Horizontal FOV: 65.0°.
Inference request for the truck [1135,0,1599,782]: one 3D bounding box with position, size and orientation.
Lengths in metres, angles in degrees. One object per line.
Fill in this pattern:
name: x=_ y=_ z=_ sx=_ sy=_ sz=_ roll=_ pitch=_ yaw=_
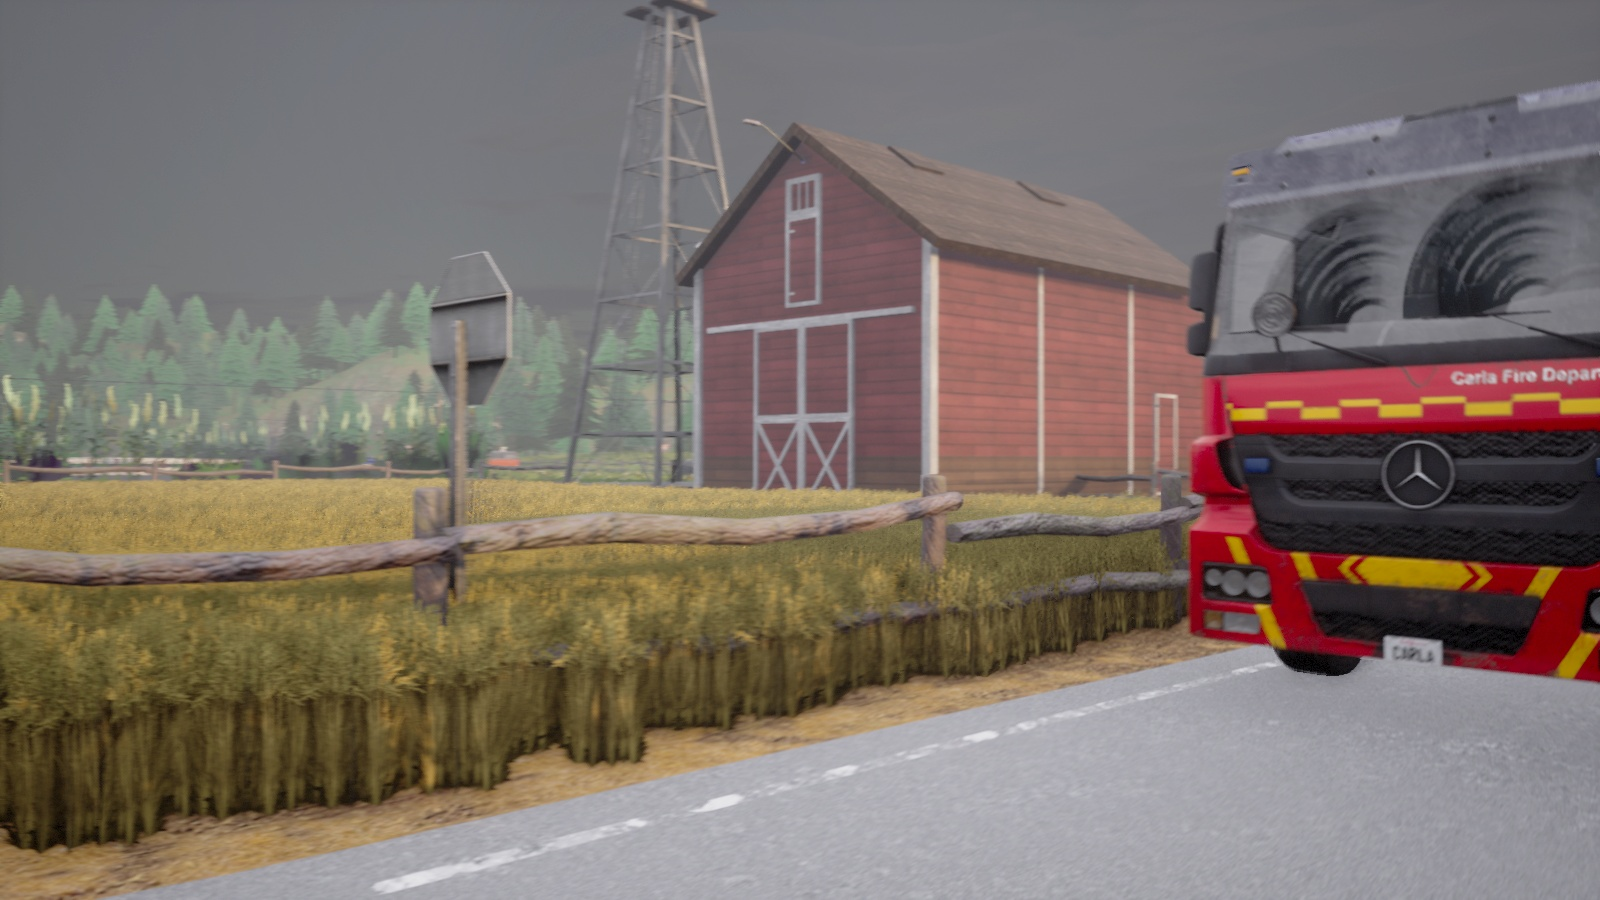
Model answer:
truck: x=6.052 y=-0.379 z=9.385 sx=8.468 sy=3.827 sz=2.891 roll=0 pitch=0 yaw=-44
